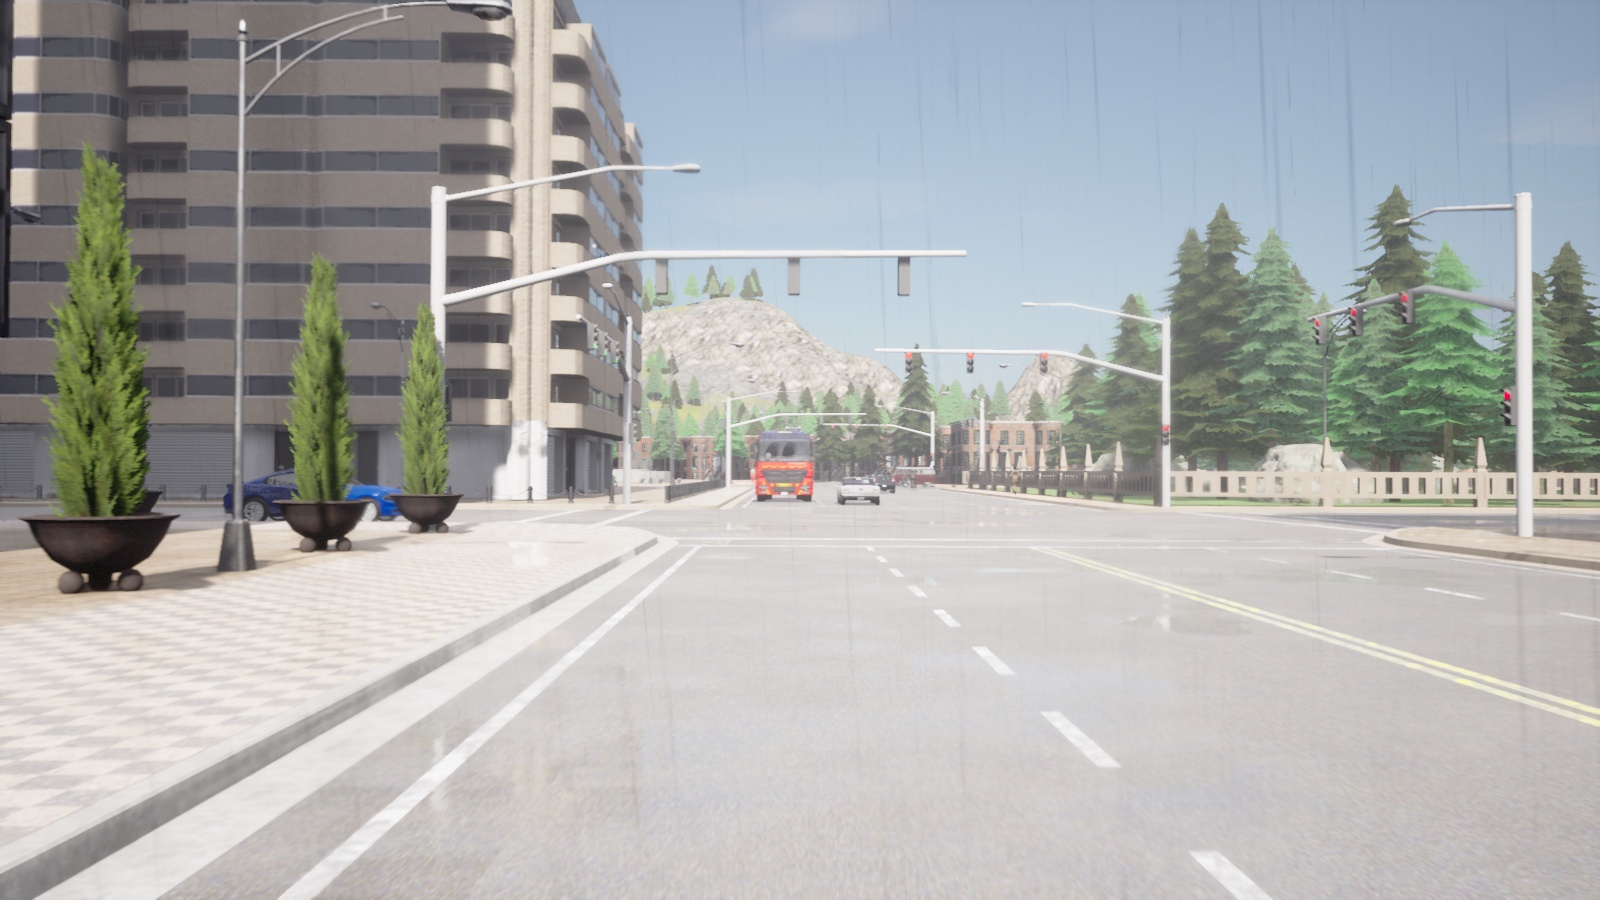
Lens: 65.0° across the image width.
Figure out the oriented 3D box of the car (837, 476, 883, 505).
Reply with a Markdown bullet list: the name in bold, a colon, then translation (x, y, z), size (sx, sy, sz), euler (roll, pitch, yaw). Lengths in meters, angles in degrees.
- **car**: translation (2.799, 1.903, 59.639), size (1.895, 1.301, 4.718), euler (0, -1, -1)

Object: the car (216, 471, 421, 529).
- **car**: translation (-13.392, 1.378, 35.144), size (5.008, 1.535, 1.882), euler (0, -1, 0)

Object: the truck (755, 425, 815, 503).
- **truck**: translation (-0.772, 0.749, 65.443), size (2.891, 3.827, 8.468), euler (0, -1, -1)

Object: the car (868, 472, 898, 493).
- **car**: translation (5.951, 2.312, 90.049), size (1.845, 1.501, 3.633), euler (0, -1, -1)
